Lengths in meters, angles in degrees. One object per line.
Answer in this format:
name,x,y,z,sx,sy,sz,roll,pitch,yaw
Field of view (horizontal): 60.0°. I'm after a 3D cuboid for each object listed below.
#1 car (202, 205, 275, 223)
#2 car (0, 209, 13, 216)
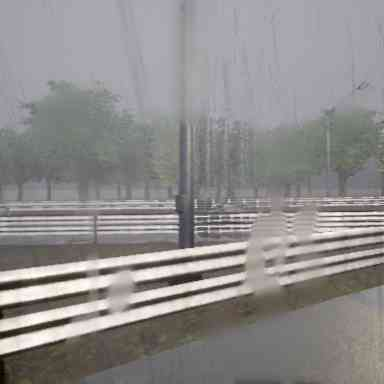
car,2.927,1.576,21.287,4.674,1.442,1.812,-1,1,-1
car,-17.726,1.728,27.902,4.892,1.490,1.837,-1,1,0
